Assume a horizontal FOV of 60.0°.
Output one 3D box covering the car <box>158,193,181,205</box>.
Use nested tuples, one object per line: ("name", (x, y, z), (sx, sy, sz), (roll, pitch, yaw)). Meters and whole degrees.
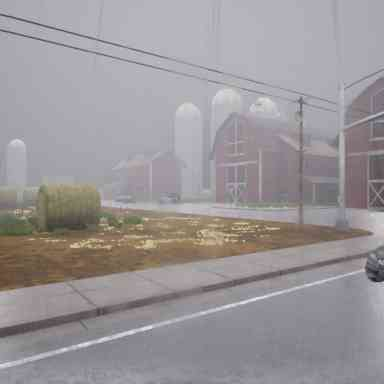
("car", (-3.919, 1.118, 57.685), (3.866, 1.878, 1.905), (-2, 5, 11))

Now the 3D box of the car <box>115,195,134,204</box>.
("car", (-12.757, 1.326, 62.792), (2.097, 1.767, 4.553), (0, 0, -36))

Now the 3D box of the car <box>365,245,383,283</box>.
("car", (6.321, 1.526, 8.502), (4.674, 1.442, 1.812), (0, 0, -35))
